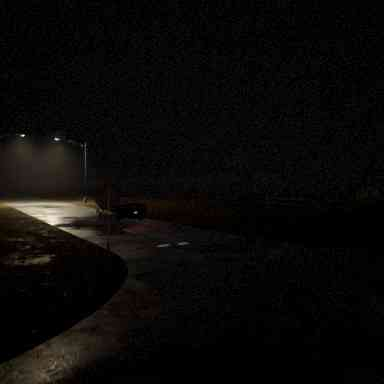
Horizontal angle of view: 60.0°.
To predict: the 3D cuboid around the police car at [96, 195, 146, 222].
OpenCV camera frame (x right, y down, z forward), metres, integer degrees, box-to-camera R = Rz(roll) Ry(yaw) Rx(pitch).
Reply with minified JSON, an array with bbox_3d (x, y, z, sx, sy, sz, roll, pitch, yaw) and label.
[{"bbox_3d":[-4.987,1.024,22.720,1.930,1.638,5.238,0,1,-35],"label":"police car"}]
